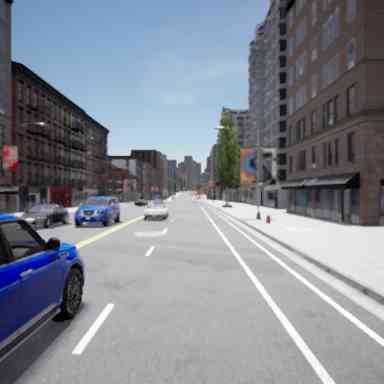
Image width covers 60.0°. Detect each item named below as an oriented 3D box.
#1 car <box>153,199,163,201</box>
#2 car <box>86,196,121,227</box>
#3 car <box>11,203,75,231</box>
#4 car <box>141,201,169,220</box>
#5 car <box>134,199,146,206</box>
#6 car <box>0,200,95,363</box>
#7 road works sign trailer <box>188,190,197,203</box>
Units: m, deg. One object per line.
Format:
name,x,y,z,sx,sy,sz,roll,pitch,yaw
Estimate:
car,-6.517,2.011,64.525,1.812,1.442,4.674,0,-1,0
car,-6.600,1.334,23.893,2.150,2.045,5.566,0,0,0
car,-9.850,1.595,22.474,2.128,1.511,4.902,0,0,0
car,-3.151,1.757,30.257,1.895,1.301,4.718,0,0,0
car,-9.765,2.061,63.456,1.895,1.301,4.718,0,-1,0
car,-3.165,1.238,4.182,2.150,2.045,5.566,0,0,0
road works sign trailer,0.156,1.249,92.904,2.380,3.560,2.880,4,-5,3
